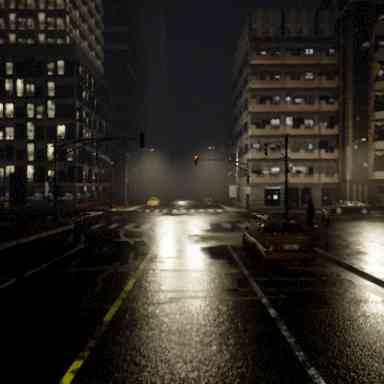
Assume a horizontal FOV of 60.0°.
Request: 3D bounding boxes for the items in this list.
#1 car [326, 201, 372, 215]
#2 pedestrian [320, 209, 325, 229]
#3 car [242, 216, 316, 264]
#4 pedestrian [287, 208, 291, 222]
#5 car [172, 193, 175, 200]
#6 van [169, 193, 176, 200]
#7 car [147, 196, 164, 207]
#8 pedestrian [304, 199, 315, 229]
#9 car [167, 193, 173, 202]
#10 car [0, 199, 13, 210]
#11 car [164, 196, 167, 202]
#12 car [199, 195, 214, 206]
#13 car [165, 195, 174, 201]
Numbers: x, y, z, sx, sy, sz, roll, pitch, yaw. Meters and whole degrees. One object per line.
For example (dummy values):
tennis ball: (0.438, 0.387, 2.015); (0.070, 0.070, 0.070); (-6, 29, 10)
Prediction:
car: (16.333, 1.616, 34.680); (4.403, 1.369, 2.008); (0, 1, 1)
pedestrian: (8.086, 1.327, 20.476); (0.375, 1.860, 0.375); (-1, 1, 0)
car: (2.814, 1.520, 11.724); (1.752, 1.417, 4.829); (-1, 0, 0)
pedestrian: (6.147, 1.522, 21.081); (0.500, 1.100, 0.500); (-1, 1, 0)
car: (-5.659, 1.551, 77.786); (1.802, 1.307, 4.206); (-1, 0, 0)
van: (-5.653, 1.305, 94.751); (1.690, 1.788, 3.998); (-1, 0, 0)
car: (-5.675, 1.504, 49.344); (1.752, 1.417, 4.829); (-1, 0, 0)
pedestrian: (7.076, 1.297, 19.876); (0.375, 1.860, 0.375); (-1, 1, 0)
car: (-5.662, 1.516, 72.132); (1.887, 1.381, 4.507); (-1, 0, 0)
car: (-21.641, 1.268, 35.198); (4.829, 1.417, 1.752); (0, 0, 1)
car: (-5.672, 1.542, 55.168); (1.947, 1.339, 4.313); (-1, 0, 0)
car: (2.708, 1.527, 55.164); (2.008, 1.369, 4.403); (-1, 0, 0)
car: (-5.656, 1.512, 83.441); (1.887, 1.381, 4.507); (-1, 0, 0)
